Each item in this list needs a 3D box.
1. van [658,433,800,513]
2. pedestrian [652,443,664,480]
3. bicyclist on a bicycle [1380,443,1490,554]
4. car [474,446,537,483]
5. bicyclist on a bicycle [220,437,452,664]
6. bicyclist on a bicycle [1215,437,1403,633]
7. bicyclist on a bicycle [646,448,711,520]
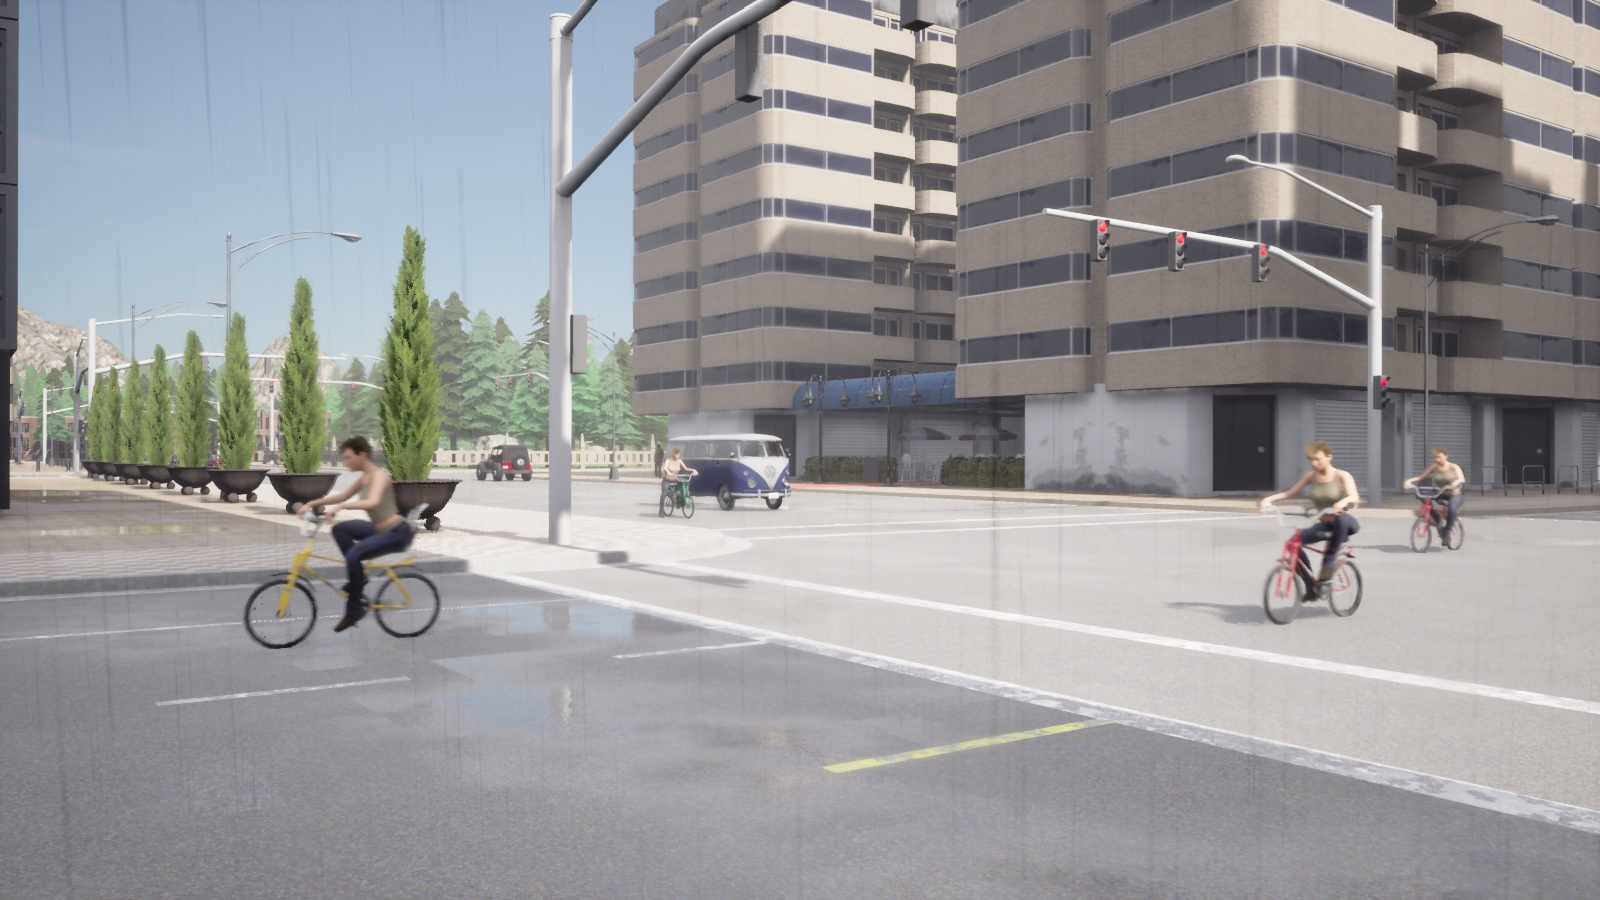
[{"bbox_3d":[-1.986,0.584,33.753,1.775,1.987,4.442,0,0,-35],"label":"van"},{"bbox_3d":[-7.461,0.580,65.878,0.395,1.930,0.692,0,0,-28],"label":"pedestrian"},{"bbox_3d":[9.608,0.707,18.990,1.509,1.612,0.866,0,0,-35],"label":"bicyclist on a bicycle"},{"bbox_3d":[-15.399,0.734,65.583,1.905,1.878,3.866,0,0,-34],"label":"car"},{"bbox_3d":[-3.580,0.713,9.702,1.509,1.612,0.866,0,0,-35],"label":"bicyclist on a bicycle"},{"bbox_3d":[4.521,0.699,11.133,1.509,1.612,0.866,0,0,-35],"label":"bicyclist on a bicycle"},{"bbox_3d":[-2.792,0.758,28.742,0.866,1.612,1.509,0,0,-35],"label":"bicyclist on a bicycle"}]
